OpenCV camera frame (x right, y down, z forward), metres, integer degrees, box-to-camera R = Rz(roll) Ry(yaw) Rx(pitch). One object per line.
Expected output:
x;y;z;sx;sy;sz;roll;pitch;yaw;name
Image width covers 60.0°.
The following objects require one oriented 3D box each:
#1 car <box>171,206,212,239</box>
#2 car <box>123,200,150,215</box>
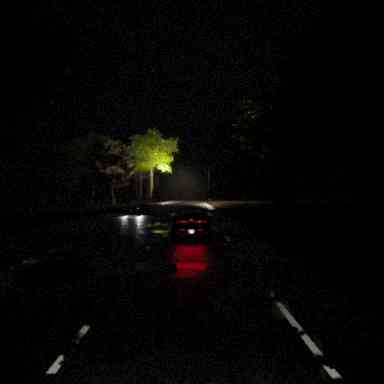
-0.032;1.507;17.238;1.837;1.490;4.892;0;0;0;car
-5.657;1.570;34.430;1.812;1.442;4.674;0;0;7;car
